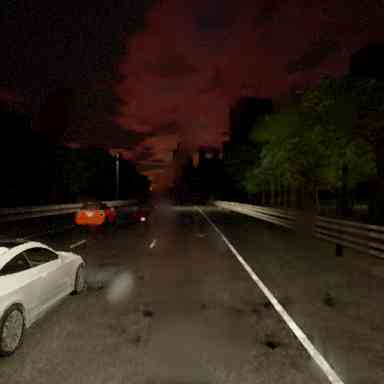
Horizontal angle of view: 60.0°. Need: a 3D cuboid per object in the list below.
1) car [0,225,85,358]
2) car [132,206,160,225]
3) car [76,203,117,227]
[{"bbox_3d":[-3.413,1.591,5.960,1.812,1.442,4.674,0,-1,0],"label":"car"},{"bbox_3d":[-3.569,1.810,26.309,1.812,1.442,4.674,0,-1,-1],"label":"car"},{"bbox_3d":[-7.040,1.622,24.973,2.097,1.767,4.553,0,-1,-1],"label":"car"}]
